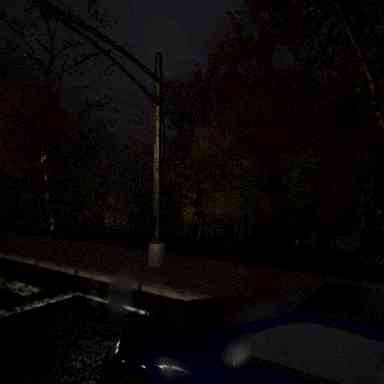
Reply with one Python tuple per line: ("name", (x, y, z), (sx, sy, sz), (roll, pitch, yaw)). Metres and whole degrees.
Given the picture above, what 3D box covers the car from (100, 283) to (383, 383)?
("car", (1.127, 1.564, 2.878), (4.181, 1.385, 1.994), (0, 0, 35))
